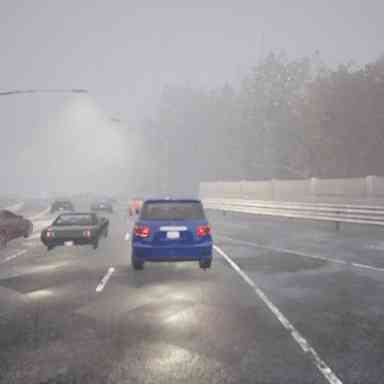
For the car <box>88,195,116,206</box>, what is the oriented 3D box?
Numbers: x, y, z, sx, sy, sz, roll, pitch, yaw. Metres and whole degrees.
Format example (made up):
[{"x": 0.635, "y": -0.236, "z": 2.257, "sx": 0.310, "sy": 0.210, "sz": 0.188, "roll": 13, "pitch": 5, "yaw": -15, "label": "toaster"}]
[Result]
[{"x": -8.740, "y": 1.245, "z": 32.005, "sx": 1.994, "sy": 1.385, "sz": 4.181, "roll": 0, "pitch": 1, "yaw": -17, "label": "car"}]

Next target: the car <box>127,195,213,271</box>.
[{"x": -0.674, "y": 1.109, "z": 10.764, "sx": 2.150, "sy": 2.045, "sz": 5.566, "roll": 0, "pitch": 1, "yaw": -5, "label": "car"}]

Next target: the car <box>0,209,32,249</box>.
[{"x": -8.074, "y": 1.399, "z": 13.493, "sx": 1.812, "sy": 1.442, "sz": 4.674, "roll": 0, "pitch": 1, "yaw": -8, "label": "car"}]

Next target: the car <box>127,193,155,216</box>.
[{"x": -4.657, "y": 1.048, "z": 29.771, "sx": 2.097, "sy": 1.767, "sz": 4.553, "roll": 0, "pitch": 1, "yaw": -13, "label": "car"}]

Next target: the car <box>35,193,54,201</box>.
[{"x": -27.734, "y": 0.935, "z": 61.900, "sx": 1.812, "sy": 1.442, "sz": 4.674, "roll": -1, "pitch": 1, "yaw": -38, "label": "car"}]

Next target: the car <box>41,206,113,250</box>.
[{"x": -4.561, "y": 1.464, "z": 13.704, "sx": 1.895, "sy": 1.301, "sz": 4.718, "roll": 0, "pitch": 1, "yaw": -8, "label": "car"}]

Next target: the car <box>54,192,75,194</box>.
[{"x": -24.902, "y": 0.733, "z": 63.956, "sx": 2.097, "sy": 1.767, "sz": 4.553, "roll": -1, "pitch": 1, "yaw": -38, "label": "car"}]

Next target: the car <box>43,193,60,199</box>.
[{"x": -33.440, "y": 0.831, "z": 79.212, "sx": 4.718, "sy": 1.301, "sz": 1.895, "roll": 0, "pitch": 1, "yaw": 44, "label": "car"}]

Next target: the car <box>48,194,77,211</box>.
[{"x": -12.297, "y": 1.196, "z": 31.705, "sx": 1.837, "sy": 1.490, "sz": 4.892, "roll": 0, "pitch": 1, "yaw": -18, "label": "car"}]

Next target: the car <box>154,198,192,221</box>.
[{"x": -1.581, "y": 1.261, "z": 25.502, "sx": 1.812, "sy": 1.442, "sz": 4.674, "roll": 0, "pitch": 1, "yaw": -18, "label": "car"}]

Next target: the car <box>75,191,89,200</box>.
[{"x": -22.088, "y": 0.562, "z": 66.036, "sx": 2.097, "sy": 1.767, "sz": 4.553, "roll": -1, "pitch": 1, "yaw": -38, "label": "car"}]
